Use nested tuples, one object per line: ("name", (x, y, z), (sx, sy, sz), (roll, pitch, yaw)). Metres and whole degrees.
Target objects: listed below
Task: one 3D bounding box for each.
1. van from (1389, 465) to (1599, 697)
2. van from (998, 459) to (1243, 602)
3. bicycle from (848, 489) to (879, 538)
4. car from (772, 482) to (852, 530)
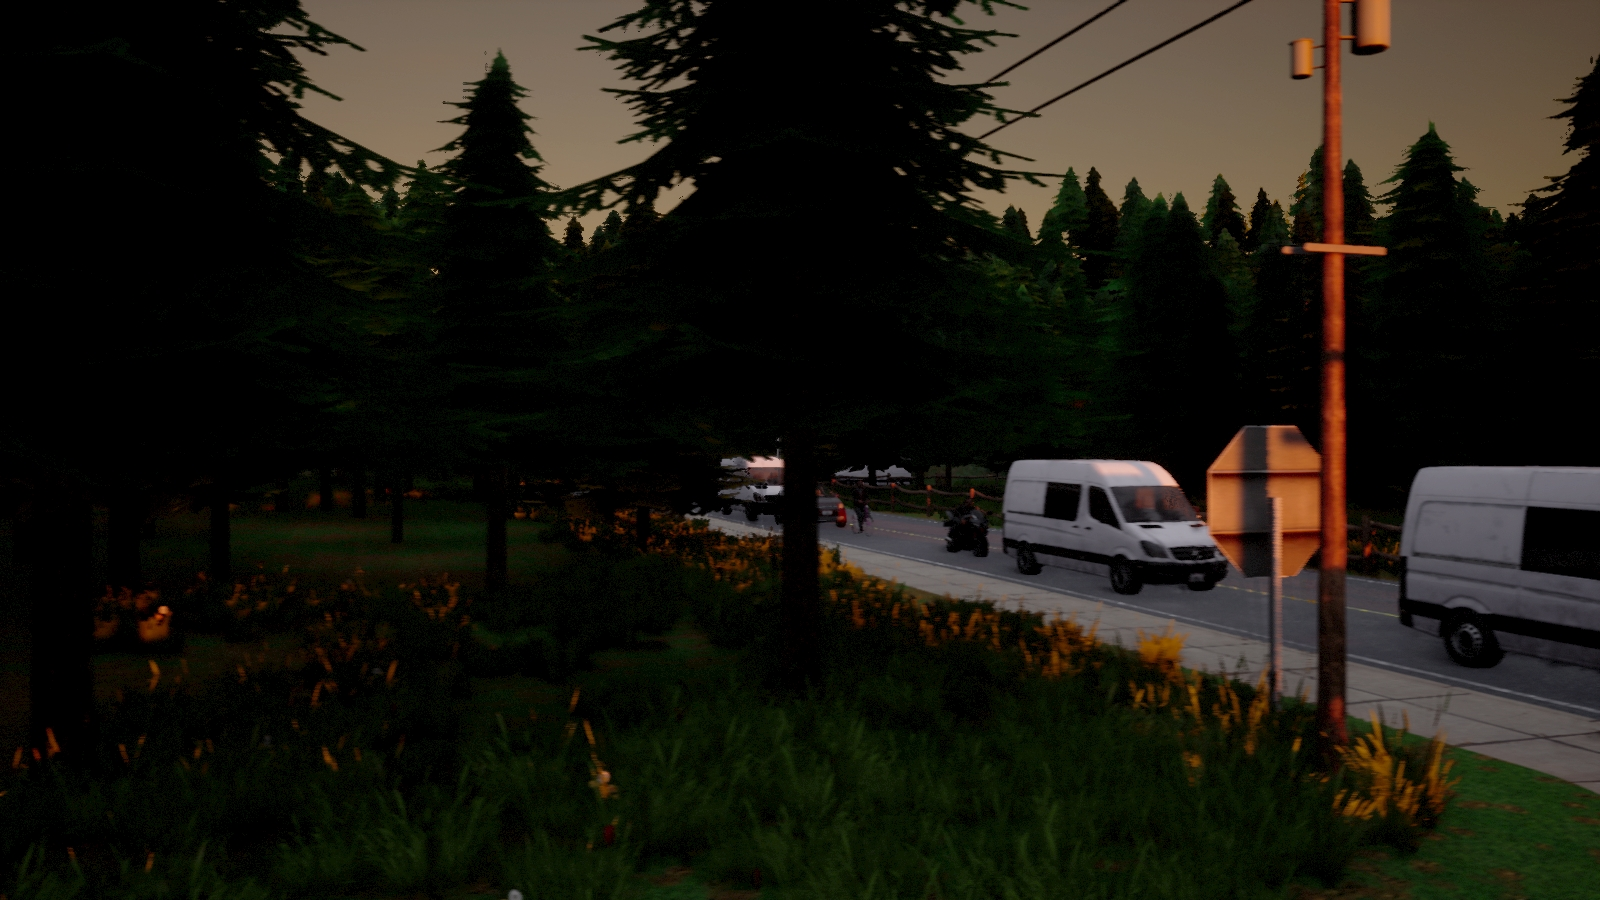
("van", (9.934, 1.500, 13.176), (1.988, 2.561, 5.915), (0, 0, -17))
("van", (6.479, 1.502, 24.049), (1.988, 2.561, 5.915), (0, 0, -18))
("bicycle", (2.047, 2.038, 37.031), (0.329, 1.471, 1.835), (0, 0, -19))
("car", (0.372, 2.004, 41.873), (1.789, 1.549, 3.705), (0, 0, -19))
